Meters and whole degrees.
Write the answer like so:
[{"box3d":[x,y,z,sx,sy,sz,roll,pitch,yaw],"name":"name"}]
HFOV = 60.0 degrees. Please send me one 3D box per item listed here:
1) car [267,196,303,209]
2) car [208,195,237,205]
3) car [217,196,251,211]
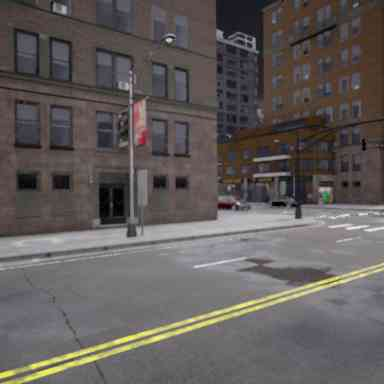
[{"box3d":[10.663,1.150,38.309,1.947,1.339,4.313,-1,0,-35],"name":"car"},{"box3d":[4.317,1.163,47.321,1.802,1.307,4.206,-1,0,-35],"name":"car"},{"box3d":[4.101,1.105,33.688,1.967,1.590,4.097,-1,0,-35],"name":"car"}]
